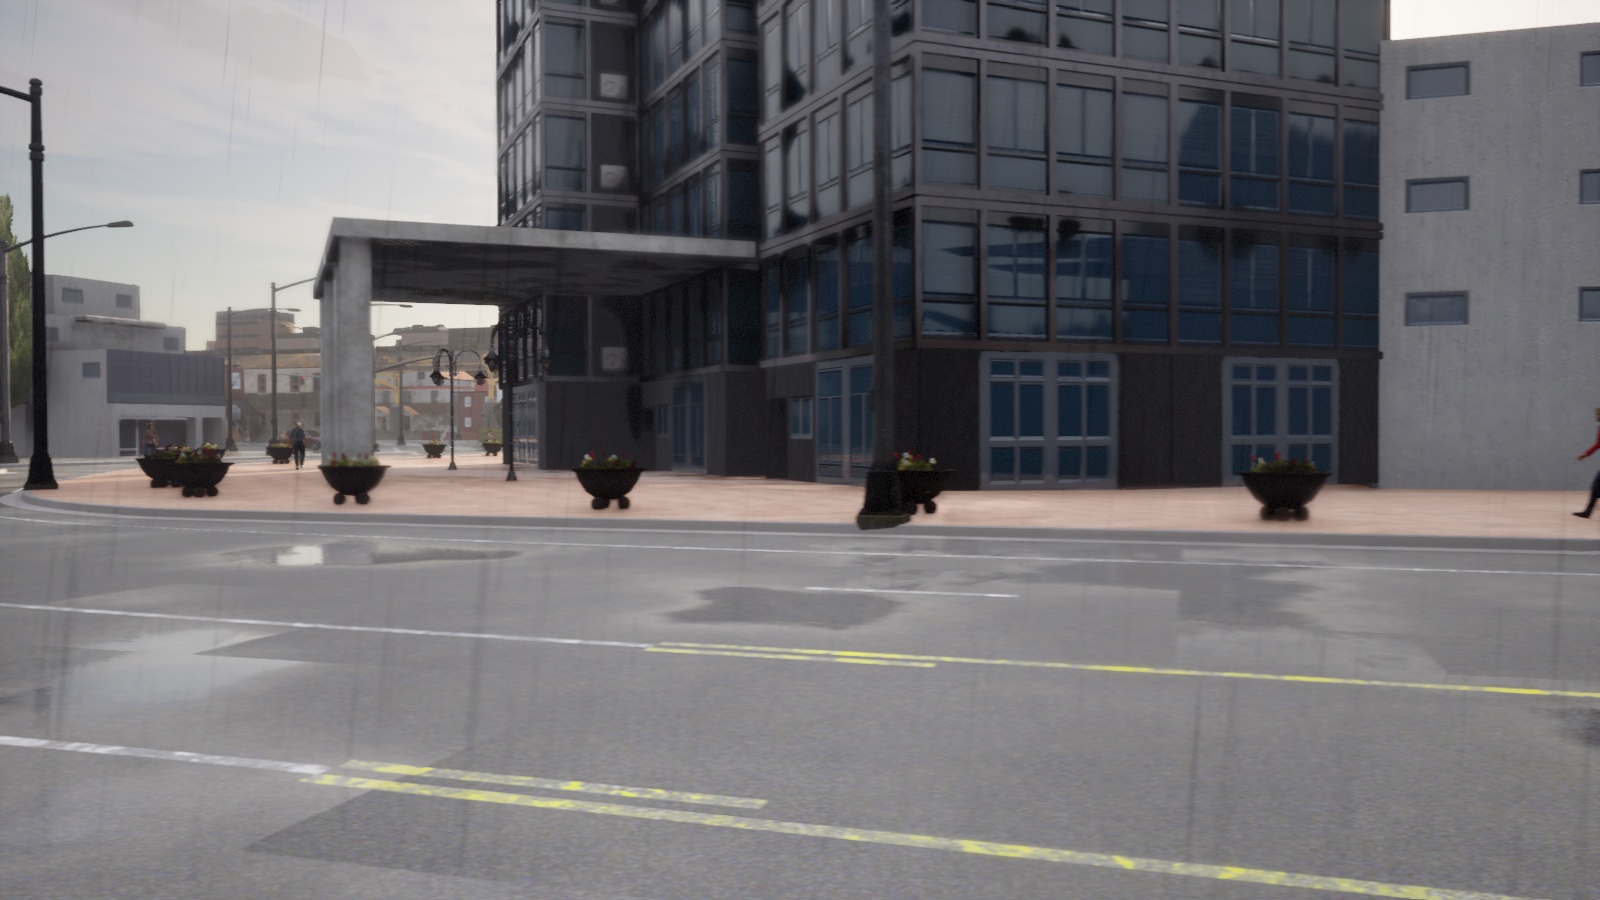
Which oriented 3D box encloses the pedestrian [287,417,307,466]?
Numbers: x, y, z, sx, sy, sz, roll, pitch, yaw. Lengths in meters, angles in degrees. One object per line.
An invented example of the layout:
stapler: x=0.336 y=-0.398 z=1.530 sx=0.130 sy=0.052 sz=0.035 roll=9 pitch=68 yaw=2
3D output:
pedestrian: x=-18.790 y=-0.319 z=46.924 sx=0.540 sy=1.848 sz=0.694 roll=0 pitch=1 yaw=-11

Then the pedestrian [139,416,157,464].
pedestrian: x=-24.817 y=-0.382 z=47.796 sx=0.328 sy=1.805 sz=0.869 roll=0 pitch=1 yaw=-8

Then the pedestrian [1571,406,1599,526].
pedestrian: x=12.348 y=0.247 z=19.428 sx=0.636 sy=1.846 sz=0.331 roll=1 pitch=1 yaw=20
